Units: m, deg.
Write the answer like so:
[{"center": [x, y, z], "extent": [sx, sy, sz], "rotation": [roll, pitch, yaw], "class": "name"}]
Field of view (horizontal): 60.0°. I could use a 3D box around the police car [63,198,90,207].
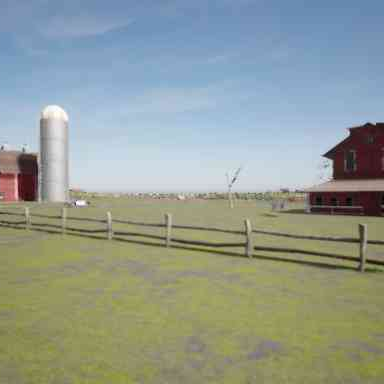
[{"center": [-22.013, 2.008, 63.309], "extent": [2.038, 1.542, 4.974], "rotation": [0, -1, 35], "class": "police car"}]
